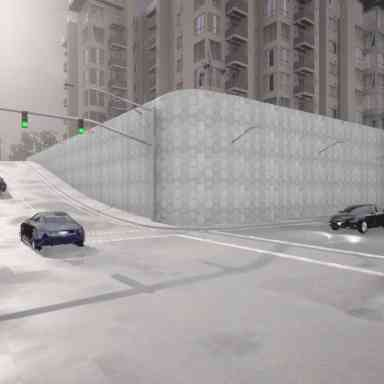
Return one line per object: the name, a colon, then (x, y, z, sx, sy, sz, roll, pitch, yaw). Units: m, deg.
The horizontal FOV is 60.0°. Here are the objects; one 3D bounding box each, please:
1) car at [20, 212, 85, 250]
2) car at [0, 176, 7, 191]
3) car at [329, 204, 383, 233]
car: (-6.198, 1.565, 14.581, 1.994, 1.385, 4.181, 0, 0, -36)
car: (-20.425, -0.991, 34.353, 1.895, 1.301, 4.718, 0, 12, -36)
car: (10.133, 1.513, 19.840, 4.892, 1.490, 1.837, 0, 0, -36)
